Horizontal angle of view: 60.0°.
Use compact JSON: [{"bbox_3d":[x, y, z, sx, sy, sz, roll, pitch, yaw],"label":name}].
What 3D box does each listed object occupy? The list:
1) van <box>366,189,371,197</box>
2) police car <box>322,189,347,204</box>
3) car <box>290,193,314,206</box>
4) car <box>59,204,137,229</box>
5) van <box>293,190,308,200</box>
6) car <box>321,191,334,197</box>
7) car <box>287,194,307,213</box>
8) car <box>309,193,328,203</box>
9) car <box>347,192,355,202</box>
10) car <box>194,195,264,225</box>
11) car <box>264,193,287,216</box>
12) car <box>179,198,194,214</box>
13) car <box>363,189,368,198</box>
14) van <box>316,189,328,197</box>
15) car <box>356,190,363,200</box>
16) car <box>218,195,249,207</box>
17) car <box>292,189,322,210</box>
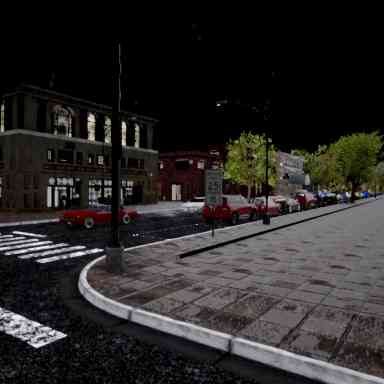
[{"bbox_3d":[40.260,0.301,77.029,1.690,1.788,3.998,1,2,34],"label":"van"},{"bbox_3d":[19.769,0.846,46.415,1.930,1.638,5.238,1,1,34],"label":"police car"},{"bbox_3d":[14.920,0.970,44.790,1.812,1.442,4.674,1,1,35],"label":"car"},{"bbox_3d":[-5.632,1.401,20.422,1.895,1.301,4.718,1,1,34],"label":"car"},{"bbox_3d":[20.796,0.504,63.481,1.690,1.788,3.998,1,2,34],"label":"van"},{"bbox_3d":[33.340,0.436,81.765,2.008,1.369,4.403,1,2,34],"label":"car"},{"bbox_3d":[8.890,1.195,31.336,2.008,1.369,4.403,1,2,34],"label":"car"},{"bbox_3d":[19.923,0.860,52.179,1.812,1.442,4.674,1,1,34],"label":"car"},{"bbox_3d":[23.634,0.690,52.083,2.097,1.767,4.553,1,1,34],"label":"car"},{"bbox_3d":[2.618,1.093,22.191,2.192,1.841,5.009,1,1,34],"label":"car"},{"bbox_3d":[5.754,1.151,26.763,1.967,1.590,4.097,1,1,34],"label":"car"},{"bbox_3d":[0.786,1.189,29.774,1.812,1.442,4.674,1,1,35],"label":"car"},{"bbox_3d":[34.080,0.622,68.033,1.752,1.417,4.829,1,2,34],"label":"car"},{"bbox_3d":[30.206,0.296,77.190,1.690,1.788,3.998,1,2,34],"label":"van"},{"bbox_3d":[30.846,0.750,63.325,1.802,1.307,4.206,1,2,34],"label":"car"},{"bbox_3d":[5.110,1.069,40.638,1.947,1.339,4.313,1,2,34],"label":"car"},{"bbox_3d":[12.029,0.892,35.901,2.192,1.841,5.009,1,2,34],"label":"car"}]
